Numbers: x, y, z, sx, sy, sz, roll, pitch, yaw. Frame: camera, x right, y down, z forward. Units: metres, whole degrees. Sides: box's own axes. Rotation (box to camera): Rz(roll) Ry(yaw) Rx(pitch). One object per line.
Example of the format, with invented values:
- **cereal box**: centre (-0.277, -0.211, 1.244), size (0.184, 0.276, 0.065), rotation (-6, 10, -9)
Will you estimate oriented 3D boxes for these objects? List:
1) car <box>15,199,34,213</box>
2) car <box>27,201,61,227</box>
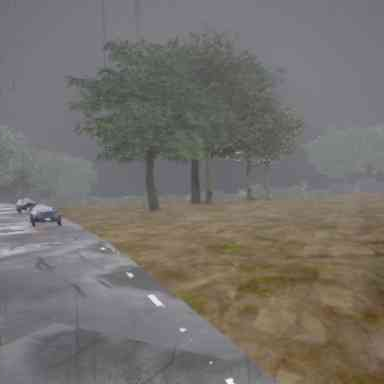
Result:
- **car**: centre (-19.197, 1.551, 38.562), size (1.837, 1.490, 4.892), rotation (-1, 0, -33)
- **car**: centre (-10.682, 1.637, 24.219), size (1.812, 1.442, 4.674), rotation (-1, 1, -28)
